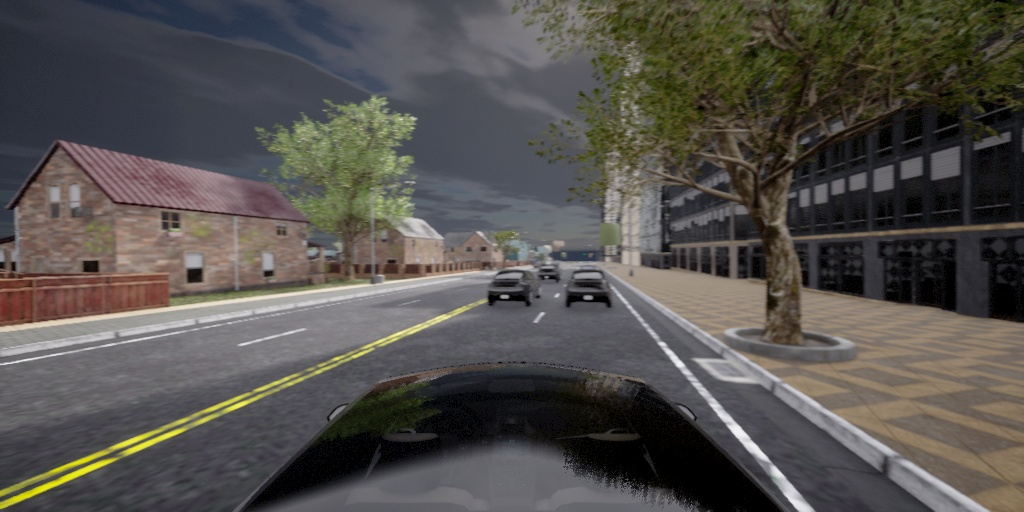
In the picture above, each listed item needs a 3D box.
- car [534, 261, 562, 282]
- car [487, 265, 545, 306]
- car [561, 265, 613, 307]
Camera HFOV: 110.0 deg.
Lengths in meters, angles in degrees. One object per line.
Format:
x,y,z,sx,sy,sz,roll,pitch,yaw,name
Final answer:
3.293,1.476,31.310,1.837,1.490,4.892,-1,0,12,car
0.212,1.378,16.636,1.837,1.490,4.892,-1,0,12,car
3.390,1.338,15.957,1.837,1.490,4.892,-1,0,12,car
